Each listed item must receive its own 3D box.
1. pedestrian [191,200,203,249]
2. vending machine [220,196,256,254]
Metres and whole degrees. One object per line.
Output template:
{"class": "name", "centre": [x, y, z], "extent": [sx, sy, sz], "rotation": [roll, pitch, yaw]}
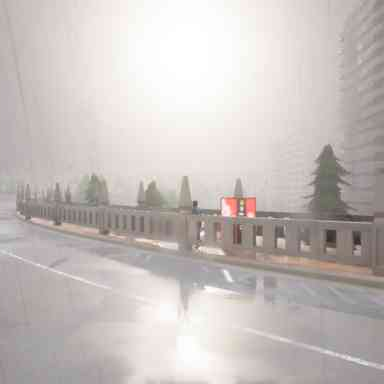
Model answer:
{"class": "pedestrian", "centre": [0.136, 1.141, 12.074], "extent": [0.375, 1.860, 0.375], "rotation": [0, 0, 41]}
{"class": "vending machine", "centre": [1.764, 1.195, 12.652], "extent": [0.880, 2.100, 1.100], "rotation": [0, 0, 41]}
